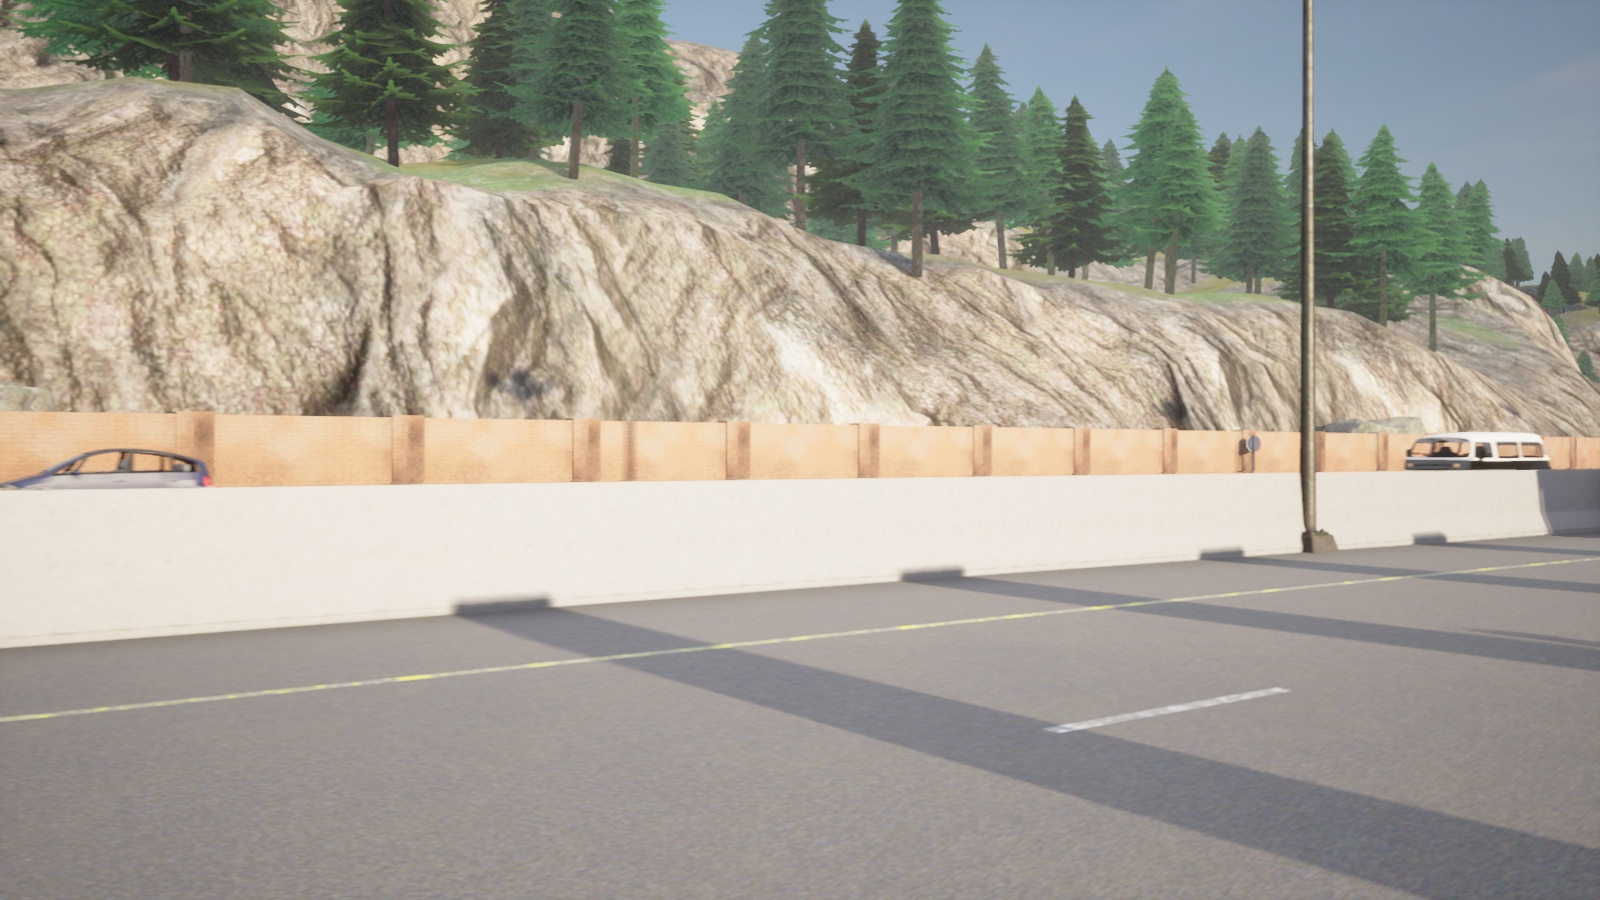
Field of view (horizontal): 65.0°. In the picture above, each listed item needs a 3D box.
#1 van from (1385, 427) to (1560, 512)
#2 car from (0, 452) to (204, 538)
[{"bbox_3d":[17.251,0.483,32.168,4.480,2.038,2.069,0,0,-33],"label":"van"},{"bbox_3d":[-13.598,0.809,24.047,3.705,1.549,1.789,0,0,-35],"label":"car"}]
